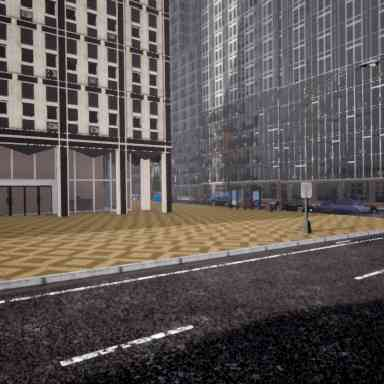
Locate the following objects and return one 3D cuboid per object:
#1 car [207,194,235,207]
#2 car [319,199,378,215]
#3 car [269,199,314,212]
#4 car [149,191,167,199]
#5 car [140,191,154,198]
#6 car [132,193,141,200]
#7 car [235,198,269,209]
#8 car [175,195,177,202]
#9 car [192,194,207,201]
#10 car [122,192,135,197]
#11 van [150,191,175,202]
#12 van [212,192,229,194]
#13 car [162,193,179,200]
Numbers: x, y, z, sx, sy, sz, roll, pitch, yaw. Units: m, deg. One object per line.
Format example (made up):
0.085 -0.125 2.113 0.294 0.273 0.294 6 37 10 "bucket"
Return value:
4.369 1.318 44.595 1.947 1.339 4.313 -1 1 -34 "car"
15.436 1.400 33.106 2.033 1.411 5.357 -1 1 -35 "car"
10.728 1.423 35.171 1.947 1.339 4.313 -1 1 -34 "car"
-7.936 0.613 77.493 2.192 1.841 5.009 0 1 -34 "car"
-11.147 0.684 82.184 1.967 1.590 4.097 0 1 -34 "car"
-11.640 1.038 68.073 2.008 1.369 4.403 0 1 -34 "car"
7.531 1.387 39.873 1.802 1.307 4.206 -1 1 -34 "car"
-4.687 1.039 62.664 1.882 1.535 5.008 -1 1 -34 "car"
1.697 1.042 63.426 1.802 1.307 4.206 -1 1 -34 "car"
-17.567 0.687 91.564 2.008 1.369 4.403 0 1 -34 "car"
-5.218 0.936 58.691 1.690 1.788 3.998 0 1 -34 "van"
4.907 0.854 58.733 1.690 1.788 3.998 -1 1 -34 "van"
-4.725 0.934 72.806 1.802 1.307 4.206 0 1 -34 "car"
